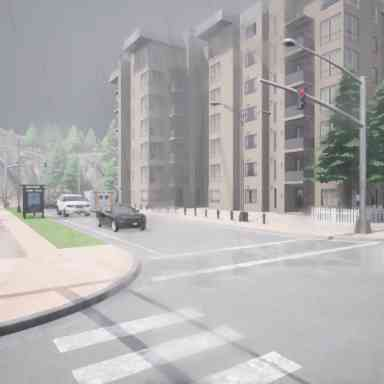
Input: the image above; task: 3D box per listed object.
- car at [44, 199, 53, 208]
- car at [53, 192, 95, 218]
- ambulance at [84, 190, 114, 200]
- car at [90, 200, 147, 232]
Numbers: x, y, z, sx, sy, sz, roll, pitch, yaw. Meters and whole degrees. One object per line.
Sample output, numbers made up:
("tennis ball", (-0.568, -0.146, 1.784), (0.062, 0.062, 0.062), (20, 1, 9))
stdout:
("car", (-19.514, 1.622, 44.801), (2.033, 1.411, 5.357), (0, 0, -32))
("car", (-11.233, 1.240, 31.384), (2.150, 2.045, 5.566), (0, 0, -32))
("ambulance", (-10.832, 1.050, 37.520), (2.351, 2.431, 6.366), (0, 0, -32))
("car", (-4.488, 1.497, 20.588), (1.882, 1.535, 5.008), (0, 0, -32))
